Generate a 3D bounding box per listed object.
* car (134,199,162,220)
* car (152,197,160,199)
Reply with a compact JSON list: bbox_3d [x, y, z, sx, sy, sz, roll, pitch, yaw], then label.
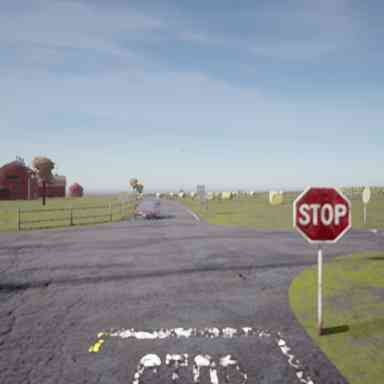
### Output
[{"bbox_3d":[-3.759,1.577,28.527,1.812,1.442,4.674,0,0,0],"label":"car"},{"bbox_3d":[-6.460,1.609,60.165,1.812,1.442,4.674,0,0,-7],"label":"car"}]
